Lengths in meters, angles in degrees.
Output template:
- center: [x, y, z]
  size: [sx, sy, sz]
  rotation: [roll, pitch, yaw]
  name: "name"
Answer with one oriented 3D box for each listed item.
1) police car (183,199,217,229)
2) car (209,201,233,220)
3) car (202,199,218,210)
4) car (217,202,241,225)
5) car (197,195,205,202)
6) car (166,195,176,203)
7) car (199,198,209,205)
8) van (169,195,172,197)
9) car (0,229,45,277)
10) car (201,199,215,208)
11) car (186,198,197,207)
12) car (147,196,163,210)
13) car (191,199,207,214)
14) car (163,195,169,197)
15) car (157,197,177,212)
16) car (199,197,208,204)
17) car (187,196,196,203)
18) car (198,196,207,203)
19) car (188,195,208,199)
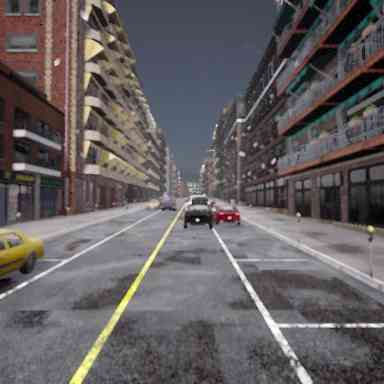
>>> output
- center: [0.539, 1.509, 22.710]
  size: [1.930, 1.638, 5.238]
  rotation: [0, 0, 5]
  name: "police car"
- center: [2.540, 1.644, 30.561]
  size: [1.752, 1.417, 4.829]
  rotation: [1, 0, 0]
  name: "car"
- center: [2.515, 1.749, 46.981]
  size: [1.887, 1.381, 4.507]
  rotation: [1, 0, 0]
  name: "car"
- center: [2.548, 1.638, 24.859]
  size: [1.887, 1.381, 4.507]
  rotation: [1, 0, 0]
  name: "car"
- center: [2.420, 1.811, 91.229]
  size: [2.192, 1.841, 5.009]
  rotation: [1, 0, 0]
  name: "car"
- center: [-5.417, 1.769, 85.746]
  size: [2.192, 1.841, 5.009]
  rotation: [1, 0, 0]
  name: "car"
- center: [2.482, 1.881, 69.105]
  size: [1.887, 1.381, 4.507]
  rotation: [1, 0, 0]
  name: "car"
- center: [-5.384, 1.641, 63.624]
  size: [1.690, 1.788, 3.998]
  rotation: [2, 0, 0]
  name: "van"
- center: [-5.306, 1.552, 8.156]
  size: [1.752, 1.417, 4.829]
  rotation: [2, 0, 0]
  name: "car"
- center: [2.506, 1.785, 52.513]
  size: [2.008, 1.369, 4.403]
  rotation: [1, 0, 0]
  name: "car"
- center: [-0.087, 1.777, 59.068]
  size: [1.837, 1.490, 4.892]
  rotation: [0, 0, 0]
  name: "car"
- center: [-5.365, 1.728, 46.863]
  size: [1.752, 1.417, 4.829]
  rotation: [2, 0, 0]
  name: "car"
- center: [0.768, 1.614, 38.719]
  size: [1.801, 1.575, 5.366]
  rotation: [0, 0, 0]
  name: "car"
- center: [-5.367, 1.549, 52.566]
  size: [2.192, 1.841, 5.009]
  rotation: [2, 0, 0]
  name: "car"
- center: [-2.908, 1.725, 42.272]
  size: [2.033, 1.411, 5.357]
  rotation: [0, 0, 0]
  name: "car"
- center: [2.474, 1.919, 74.634]
  size: [1.887, 1.381, 4.507]
  rotation: [1, 0, 0]
  name: "car"
- center: [-0.109, 1.721, 74.075]
  size: [1.882, 1.535, 5.008]
  rotation: [0, 0, 0]
  name: "car"
- center: [2.476, 1.854, 80.167]
  size: [1.967, 1.590, 4.097]
  rotation: [1, 0, 0]
  name: "car"
- center: [0.523, 1.352, 32.498]
  size: [2.150, 2.045, 5.566]
  rotation: [0, 0, -4]
  name: "car"
